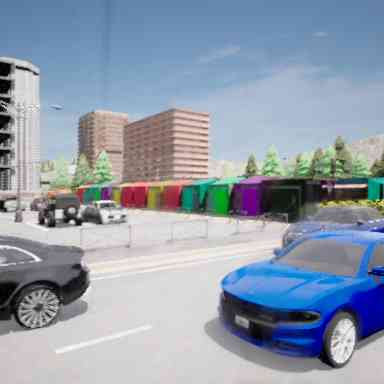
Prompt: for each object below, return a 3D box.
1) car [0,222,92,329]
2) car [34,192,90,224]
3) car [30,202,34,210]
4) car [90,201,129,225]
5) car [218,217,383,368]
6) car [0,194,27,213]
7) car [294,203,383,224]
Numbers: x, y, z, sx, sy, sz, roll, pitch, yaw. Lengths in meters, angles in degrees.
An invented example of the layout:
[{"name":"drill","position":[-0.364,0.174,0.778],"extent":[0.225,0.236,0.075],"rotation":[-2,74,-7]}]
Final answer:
[{"name":"car","position":[-4.143,1.494,5.329],"extent":[4.902,1.511,2.128],"rotation":[0,0,-35]},{"name":"car","position":[-8.121,1.134,20.593],"extent":[1.905,1.878,3.866],"rotation":[0,0,-37]},{"name":"car","position":[-16.327,1.331,36.266],"extent":[1.784,1.438,3.905],"rotation":[0,0,-37]},{"name":"car","position":[-5.801,1.362,22.327],"extent":[1.970,1.475,3.806],"rotation":[0,0,-37]},{"name":"car","position":[2.703,1.456,5.904],"extent":[5.008,1.535,1.882],"rotation":[0,0,-35]},{"name":"car","position":[-18.679,1.132,34.574],"extent":[1.932,1.855,4.605],"rotation":[0,0,-37]},{"name":"car","position":[5.364,1.307,12.071],"extent":[4.553,1.767,2.097],"rotation":[0,0,-35]}]
